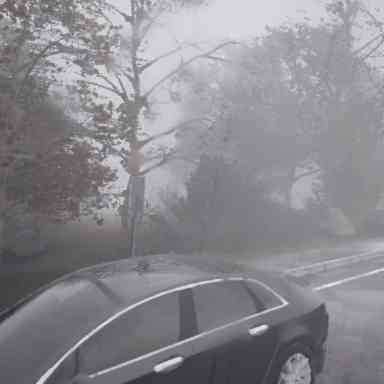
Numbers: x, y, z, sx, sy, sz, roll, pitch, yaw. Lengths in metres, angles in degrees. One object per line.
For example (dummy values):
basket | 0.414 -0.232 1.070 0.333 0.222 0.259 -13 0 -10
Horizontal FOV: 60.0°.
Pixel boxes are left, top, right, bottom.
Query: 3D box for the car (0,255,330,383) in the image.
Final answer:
car | -0.633 1.497 3.231 4.892 1.490 1.837 0 0 -35
